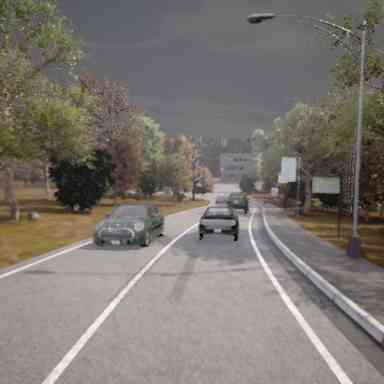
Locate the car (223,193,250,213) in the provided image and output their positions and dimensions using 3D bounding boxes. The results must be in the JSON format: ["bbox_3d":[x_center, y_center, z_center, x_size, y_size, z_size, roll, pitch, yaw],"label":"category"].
[{"bbox_3d":[5.107,1.187,36.682,2.150,2.045,5.566,1,0,12],"label":"car"}]

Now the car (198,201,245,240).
[{"bbox_3d":[1.451,1.469,16.890,2.128,1.511,4.902,1,0,8],"label":"car"}]

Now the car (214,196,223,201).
[{"bbox_3d":[4.902,1.386,56.246,1.837,1.490,4.892,1,0,8],"label":"car"}]

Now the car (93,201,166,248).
[{"bbox_3d":[-2.569,1.286,14.619,2.097,1.767,4.553,1,0,7],"label":"car"}]
